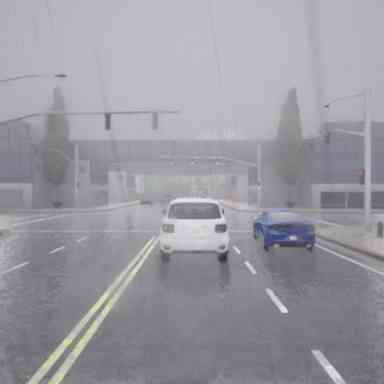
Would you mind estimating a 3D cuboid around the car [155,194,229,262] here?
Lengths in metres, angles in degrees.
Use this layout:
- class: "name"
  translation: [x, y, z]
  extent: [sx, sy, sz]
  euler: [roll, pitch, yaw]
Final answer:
- class: "car"
  translation: [0.048, 1.232, 12.345]
  extent: [2.150, 2.045, 5.566]
  euler: [0, 0, -1]

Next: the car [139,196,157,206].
- class: "car"
  translation: [-7.665, 1.648, 56.238]
  extent: [1.895, 1.301, 4.718]
  euler: [0, 0, 1]

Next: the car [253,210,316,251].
- class: "car"
  translation: [3.776, 1.490, 14.324]
  extent: [1.882, 1.535, 5.008]
  euler: [0, 0, 4]

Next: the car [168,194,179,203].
- class: "car"
  translation: [-3.999, 1.416, 72.912]
  extent: [2.097, 1.767, 4.553]
  euler: [0, 0, 0]

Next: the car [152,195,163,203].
- class: "car"
  translation: [-7.502, 1.538, 72.449]
  extent: [1.882, 1.535, 5.008]
  euler: [0, 0, 0]

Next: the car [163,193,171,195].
- class: "car"
  translation: [-4.159, 1.270, 56.999]
  extent: [2.150, 2.045, 5.566]
  euler: [0, 0, 1]
